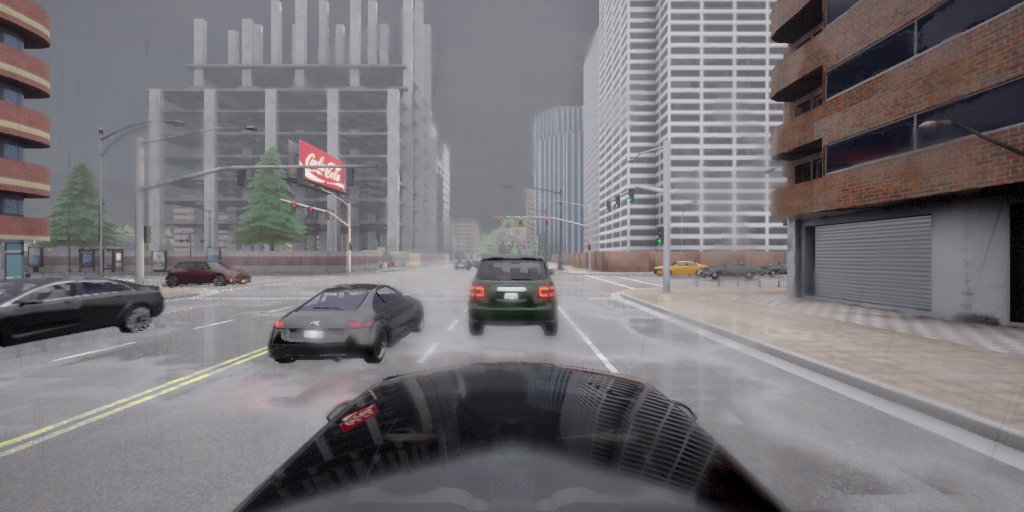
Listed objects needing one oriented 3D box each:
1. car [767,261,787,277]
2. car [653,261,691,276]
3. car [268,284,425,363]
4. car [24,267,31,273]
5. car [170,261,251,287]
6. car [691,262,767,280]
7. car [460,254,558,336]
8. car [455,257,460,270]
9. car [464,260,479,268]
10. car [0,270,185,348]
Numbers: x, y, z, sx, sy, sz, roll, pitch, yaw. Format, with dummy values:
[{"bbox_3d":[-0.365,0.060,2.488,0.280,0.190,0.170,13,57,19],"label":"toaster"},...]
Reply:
[{"bbox_3d":[26.230,1.241,34.736,4.902,1.511,2.128,0,0,0],"label":"car"},{"bbox_3d":[16.294,1.228,34.746,5.008,1.535,1.882,0,0,0],"label":"car"},{"bbox_3d":[-3.377,1.314,8.149,1.994,1.385,4.181,0,0,0],"label":"car"},{"bbox_3d":[-36.086,0.966,24.060,5.566,2.045,2.150,1,0,1],"label":"car"},{"bbox_3d":[-20.083,1.102,23.899,4.553,1.767,2.097,0,0,2],"label":"car"},{"bbox_3d":[18.772,1.241,31.245,4.902,1.511,2.128,0,0,0],"label":"car"},{"bbox_3d":[0.099,0.971,10.537,2.150,2.045,5.566,0,0,2],"label":"car"},{"bbox_3d":[-6.838,1.241,50.685,2.128,1.511,4.902,0,0,0],"label":"car"},{"bbox_3d":[-6.771,1.314,59.795,1.994,1.385,4.181,0,0,1],"label":"car"},{"bbox_3d":[-10.585,1.241,7.918,2.128,1.511,4.902,0,0,0],"label":"car"}]
